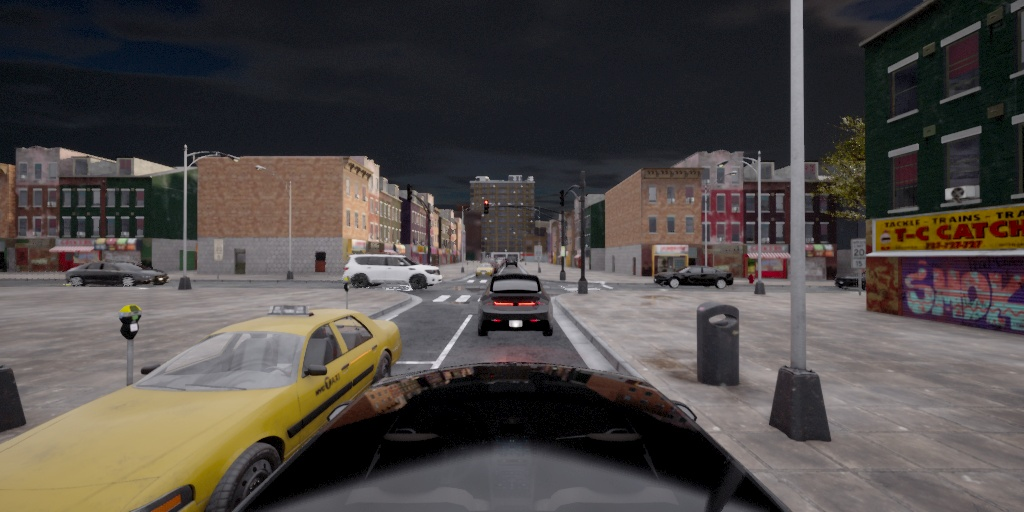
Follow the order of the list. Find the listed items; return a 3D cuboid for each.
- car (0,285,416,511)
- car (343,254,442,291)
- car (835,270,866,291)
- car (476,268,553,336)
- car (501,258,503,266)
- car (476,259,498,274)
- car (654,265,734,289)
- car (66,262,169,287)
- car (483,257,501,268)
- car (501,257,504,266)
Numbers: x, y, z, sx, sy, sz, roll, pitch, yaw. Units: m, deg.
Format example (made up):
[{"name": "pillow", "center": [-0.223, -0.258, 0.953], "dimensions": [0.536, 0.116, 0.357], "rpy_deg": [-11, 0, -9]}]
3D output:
[{"name": "car", "center": [-2.641, 1.276, 3.998], "dimensions": [1.751, 1.417, 4.829], "rpy_deg": [0, 0, 0]}, {"name": "car", "center": [-7.040, 0.932, 21.291], "dimensions": [5.566, 2.045, 2.150], "rpy_deg": [0, 0, 0]}, {"name": "car", "center": [24.951, 1.591, 24.445], "dimensions": [5.008, 1.535, 1.882], "rpy_deg": [1, 0, 0]}, {"name": "car", "center": [0.084, 1.257, 10.381], "dimensions": [1.837, 1.490, 4.892], "rpy_deg": [0, 0, 0]}, {"name": "car", "center": [-2.708, 1.357, 52.456], "dimensions": [2.007, 1.370, 4.403], "rpy_deg": [0, 0, 0]}, {"name": "car", "center": [-2.685, 1.302, 35.955], "dimensions": [1.751, 1.417, 4.829], "rpy_deg": [0, 0, 0]}, {"name": "car", "center": [12.255, 1.393, 24.366], "dimensions": [5.008, 1.535, 1.882], "rpy_deg": [1, 0, 0]}, {"name": "car", "center": [-23.190, 1.098, 21.185], "dimensions": [4.892, 1.490, 1.837], "rpy_deg": [1, 0, 0]}, {"name": "car", "center": [-2.693, 1.100, 41.568], "dimensions": [2.192, 1.841, 5.009], "rpy_deg": [0, 0, 0]}, {"name": "car", "center": [-2.723, 1.358, 63.173], "dimensions": [1.751, 1.417, 4.829], "rpy_deg": [0, 0, 0]}]
